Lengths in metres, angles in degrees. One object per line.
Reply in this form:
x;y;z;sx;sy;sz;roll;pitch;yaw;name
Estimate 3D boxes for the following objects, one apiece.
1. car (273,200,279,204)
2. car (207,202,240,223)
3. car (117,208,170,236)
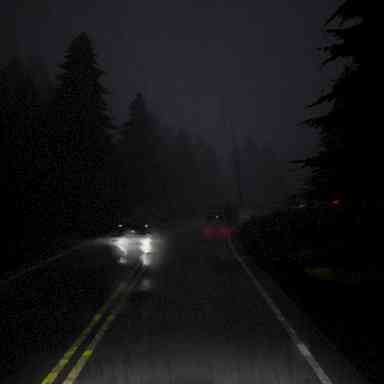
11.751;1.349;41.640;1.812;1.442;4.674;-5;-2;42;car
2.474;1.536;25.835;2.128;1.511;4.902;-2;0;17;car
-2.624;1.649;19.527;2.033;1.411;5.357;-1;0;9;car
